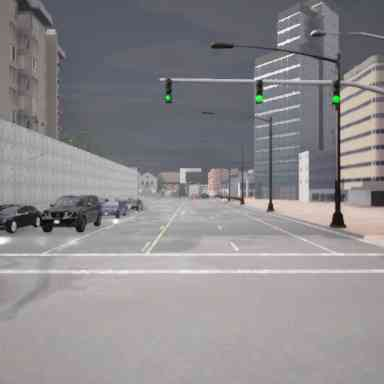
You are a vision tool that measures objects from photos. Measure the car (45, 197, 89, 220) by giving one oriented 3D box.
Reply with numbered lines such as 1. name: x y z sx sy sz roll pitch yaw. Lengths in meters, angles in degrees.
1. car: -10.618 1.344 28.673 2.097 1.767 4.553 0 0 0

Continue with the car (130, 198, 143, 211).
1. car: -7.116 1.480 40.221 2.128 1.511 4.902 0 0 0

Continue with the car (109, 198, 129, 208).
1. car: -10.586 1.587 48.551 1.895 1.301 4.718 0 0 0

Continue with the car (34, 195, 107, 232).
1. car: -7.109 1.216 20.237 2.150 2.045 5.566 0 0 0

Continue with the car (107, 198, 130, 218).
1. car: -7.117 1.517 29.878 1.812 1.442 4.674 0 0 0

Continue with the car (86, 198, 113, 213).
1. car: -10.618 1.494 38.491 1.837 1.490 4.892 0 0 0

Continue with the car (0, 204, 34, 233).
1. car: -10.613 1.499 19.605 1.837 1.490 4.892 0 0 0
